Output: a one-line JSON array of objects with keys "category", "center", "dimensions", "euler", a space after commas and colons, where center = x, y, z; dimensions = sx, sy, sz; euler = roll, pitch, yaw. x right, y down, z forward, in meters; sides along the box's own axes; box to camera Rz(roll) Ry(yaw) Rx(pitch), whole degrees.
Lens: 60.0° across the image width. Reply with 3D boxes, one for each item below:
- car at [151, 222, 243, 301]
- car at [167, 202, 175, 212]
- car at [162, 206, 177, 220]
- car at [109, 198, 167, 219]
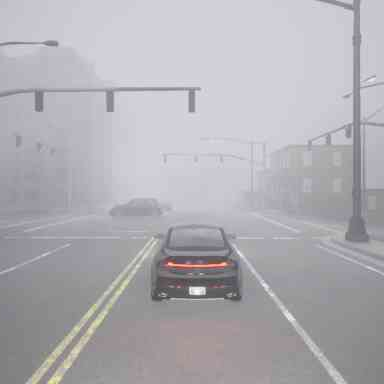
[{"category": "car", "center": [0.092, 1.505, 8.316], "dimensions": [1.837, 1.490, 4.892], "euler": [0, 0, 0]}, {"category": "car", "center": [-3.642, 2.066, 45.551], "dimensions": [1.837, 1.490, 4.892], "euler": [0, -5, 0]}, {"category": "car", "center": [-3.642, 3.522, 54.959], "dimensions": [2.128, 1.511, 4.902], "euler": [0, -12, 0]}, {"category": "car", "center": [-4.693, 1.312, 28.442], "dimensions": [4.553, 1.767, 2.097], "euler": [0, 0, 1]}]
